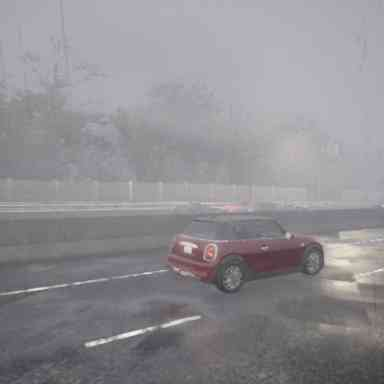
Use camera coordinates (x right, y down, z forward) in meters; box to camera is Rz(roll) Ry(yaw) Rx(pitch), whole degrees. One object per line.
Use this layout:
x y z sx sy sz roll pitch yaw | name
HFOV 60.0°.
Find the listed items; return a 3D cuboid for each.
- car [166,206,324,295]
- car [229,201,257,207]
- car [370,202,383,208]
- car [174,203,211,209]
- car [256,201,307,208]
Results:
1.631 1.434 9.210 4.553 1.767 2.097 1 -1 -35 | car
5.931 1.630 29.715 4.553 1.767 2.097 1 -1 -35 | car
32.736 2.370 57.323 4.718 1.301 1.895 1 -1 -35 | car
0.043 1.813 34.114 4.181 1.385 1.994 1 -1 -35 | car
7.838 1.767 26.776 4.902 1.511 2.128 1 -1 -35 | car
